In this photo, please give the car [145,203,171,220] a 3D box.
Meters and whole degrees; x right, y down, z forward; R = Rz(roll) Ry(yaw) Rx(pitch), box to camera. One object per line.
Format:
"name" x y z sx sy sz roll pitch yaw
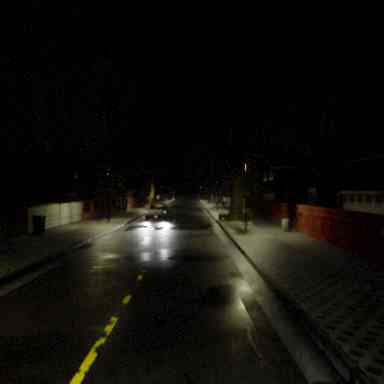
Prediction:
"car" -2.824 1.650 28.303 1.895 1.301 4.718 0 0 0
